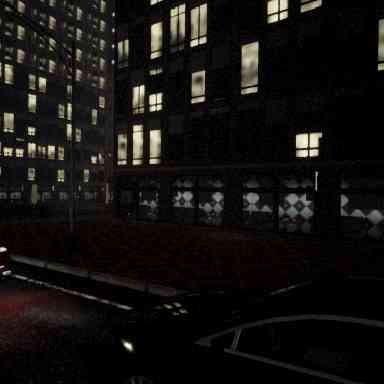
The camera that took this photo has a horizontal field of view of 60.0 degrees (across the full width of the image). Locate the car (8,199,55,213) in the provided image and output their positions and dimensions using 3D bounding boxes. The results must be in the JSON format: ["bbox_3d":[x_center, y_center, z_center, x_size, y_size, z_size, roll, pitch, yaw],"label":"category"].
[{"bbox_3d":[-19.175,1.642,39.925,1.752,1.417,4.829,1,0,36],"label":"car"}]

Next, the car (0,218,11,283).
[{"bbox_3d":[-6.367,1.487,8.197,4.902,1.511,2.128,0,0,36],"label":"car"}]

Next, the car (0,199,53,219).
[{"bbox_3d":[-15.663,1.519,30.556,2.192,1.841,5.009,1,0,36],"label":"car"}]

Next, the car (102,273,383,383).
[{"bbox_3d":[1.315,1.491,2.743,4.902,1.511,2.128,0,0,35],"label":"car"}]

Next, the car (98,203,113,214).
[{"bbox_3d":[-8.879,1.829,39.777,1.752,1.417,4.829,1,0,36],"label":"car"}]
